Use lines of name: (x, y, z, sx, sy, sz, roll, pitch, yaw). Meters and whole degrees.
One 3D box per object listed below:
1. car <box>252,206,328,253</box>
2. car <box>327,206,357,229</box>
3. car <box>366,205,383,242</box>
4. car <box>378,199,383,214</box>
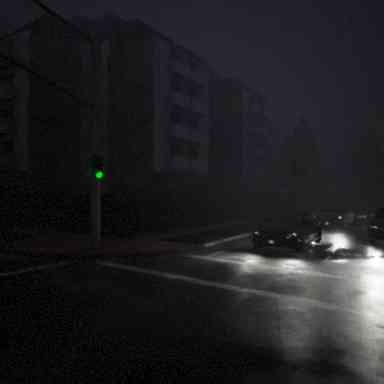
car: (4.089, 1.495, 13.799, 1.812, 1.442, 4.674, 0, 0, 33)
car: (9.278, 1.568, 21.562, 1.895, 1.301, 4.718, 0, 0, 35)
car: (9.435, 1.483, 15.556, 2.128, 1.511, 4.902, 0, 0, 34)
car: (21.505, 1.475, 34.377, 4.902, 1.511, 2.128, 0, 0, -35)
